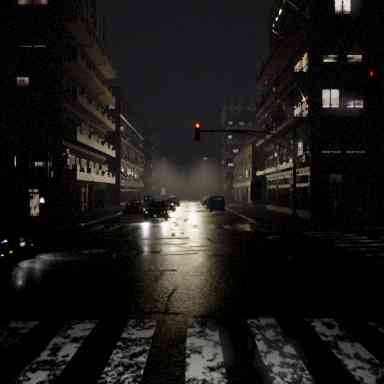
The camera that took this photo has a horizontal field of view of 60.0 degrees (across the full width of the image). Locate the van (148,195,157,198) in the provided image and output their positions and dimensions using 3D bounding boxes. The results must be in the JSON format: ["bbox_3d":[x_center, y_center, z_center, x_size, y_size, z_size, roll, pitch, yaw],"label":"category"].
[{"bbox_3d":[-5.365,1.329,43.134,1.690,1.788,3.998,0,0,0],"label":"van"}]

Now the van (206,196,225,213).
[{"bbox_3d":[2.733,1.331,36.922,1.690,1.788,3.998,0,0,0],"label":"van"}]

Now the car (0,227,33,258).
[{"bbox_3d":[-7.852,1.654,11.526,4.181,1.385,1.994,-1,0,0],"label":"car"}]

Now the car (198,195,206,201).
[{"bbox_3d":[2.655,1.527,87.777,1.947,1.339,4.313,0,0,0],"label":"car"}]

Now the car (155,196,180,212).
[{"bbox_3d":[-2.809,1.537,38.082,2.033,1.411,5.357,0,0,0],"label":"car"}]

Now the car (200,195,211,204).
[{"bbox_3d":[2.632,1.419,65.451,1.967,1.590,4.097,0,0,0],"label":"car"}]

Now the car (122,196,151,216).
[{"bbox_3d":[-5.411,1.432,31.970,1.967,1.590,4.097,0,0,0],"label":"car"}]

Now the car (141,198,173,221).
[{"bbox_3d":[-2.809,1.519,27.440,1.812,1.442,4.674,0,0,-1],"label":"car"}]

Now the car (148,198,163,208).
[{"bbox_3d":[-5.313,1.568,48.715,1.802,1.307,4.206,0,0,0],"label":"car"}]

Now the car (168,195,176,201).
[{"bbox_3d":[-5.225,1.512,87.785,2.008,1.369,4.403,0,0,0],"label":"car"}]

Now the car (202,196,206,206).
[{"bbox_3d":[2.704,1.533,43.126,1.887,1.381,4.507,0,0,0],"label":"car"}]

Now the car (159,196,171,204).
[{"bbox_3d":[-5.248,1.524,65.459,1.887,1.381,4.507,0,0,0],"label":"car"}]

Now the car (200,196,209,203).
[{"bbox_3d":[2.638,1.520,71.032,1.887,1.381,4.507,0,0,0],"label":"car"}]

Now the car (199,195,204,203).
[{"bbox_3d":[2.623,1.550,54.288,1.947,1.339,4.313,0,0,0],"label":"car"}]
